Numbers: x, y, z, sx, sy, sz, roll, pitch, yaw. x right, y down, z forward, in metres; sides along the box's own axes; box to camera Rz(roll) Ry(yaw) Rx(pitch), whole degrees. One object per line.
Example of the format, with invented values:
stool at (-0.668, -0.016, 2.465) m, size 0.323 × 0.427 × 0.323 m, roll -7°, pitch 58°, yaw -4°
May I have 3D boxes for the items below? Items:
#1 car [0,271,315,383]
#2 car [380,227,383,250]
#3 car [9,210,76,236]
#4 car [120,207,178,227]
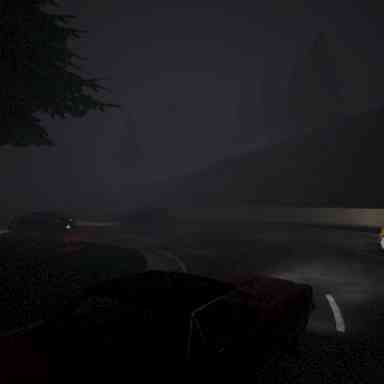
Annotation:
car at (-0.119, 1.664, 4.032) m, size 1.895 × 1.301 × 4.718 m, roll -1°, pitch -1°, yaw 38°
car at (8.353, 1.503, 11.049) m, size 1.882 × 1.535 × 5.008 m, roll 0°, pitch -1°, yaw -2°
car at (-9.824, 1.958, 21.733) m, size 4.892 × 1.490 × 1.837 m, roll -1°, pitch -1°, yaw 26°
car at (-3.473, 1.906, 26.242) m, size 4.902 × 1.511 × 2.128 m, roll -1°, pitch -1°, yaw 28°
